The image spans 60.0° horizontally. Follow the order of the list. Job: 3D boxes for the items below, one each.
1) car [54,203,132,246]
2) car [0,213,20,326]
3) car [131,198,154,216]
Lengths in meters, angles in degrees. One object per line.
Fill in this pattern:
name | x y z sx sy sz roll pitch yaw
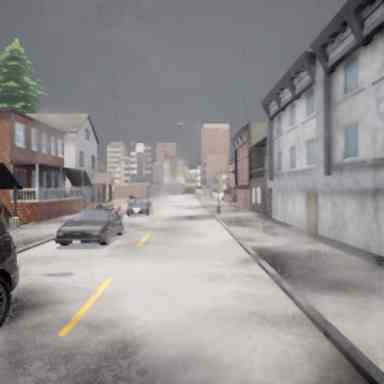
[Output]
car | -4.276 1.436 14.901 2.033 1.411 5.357 0 1 -1
car | -4.136 1.213 3.710 2.150 2.045 5.566 0 1 -1
car | -4.399 1.251 28.769 2.128 1.511 4.902 0 0 0
